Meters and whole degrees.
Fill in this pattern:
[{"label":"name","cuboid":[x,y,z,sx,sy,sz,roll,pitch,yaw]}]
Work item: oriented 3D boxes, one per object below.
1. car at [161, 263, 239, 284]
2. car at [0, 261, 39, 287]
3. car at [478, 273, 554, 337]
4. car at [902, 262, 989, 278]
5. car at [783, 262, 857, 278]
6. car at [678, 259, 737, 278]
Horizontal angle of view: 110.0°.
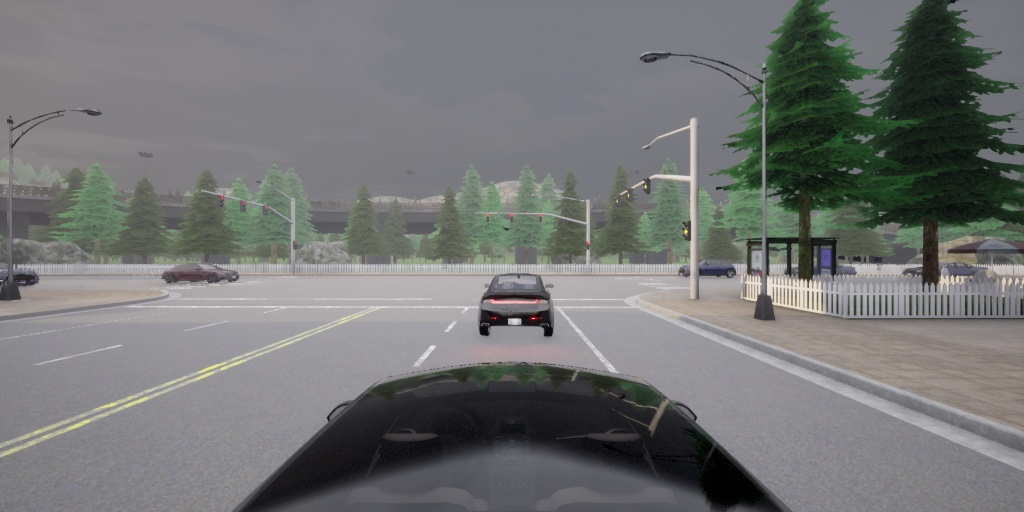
[{"label":"car","cuboid":[-21.964,1.220,25.318,4.674,1.442,1.812,0,0,0]},{"label":"car","cuboid":[-32.018,1.047,21.783,4.553,1.767,2.097,0,0,-1]},{"label":"car","cuboid":[0.180,1.242,10.352,2.128,1.511,4.902,0,0,3]},{"label":"car","cuboid":[38.061,1.242,31.508,5.357,1.411,2.033,0,0,10]},{"label":"car","cuboid":[27.670,1.242,32.255,5.357,1.411,2.033,0,0,1]},{"label":"car","cuboid":[17.513,1.046,32.347,4.553,1.767,2.097,0,0,0]}]
